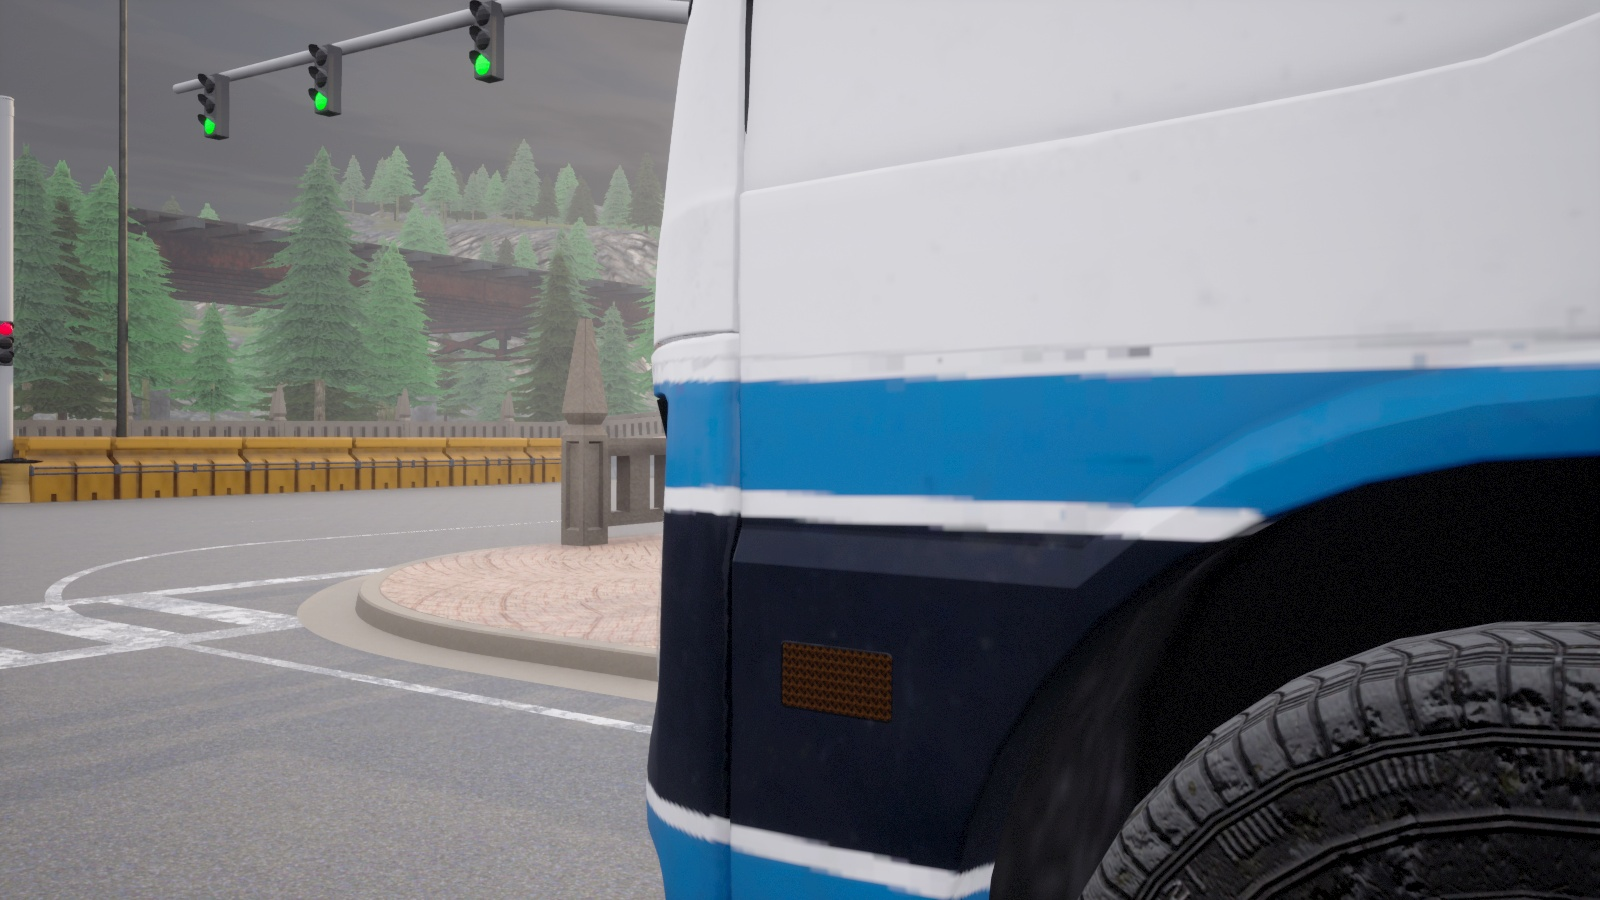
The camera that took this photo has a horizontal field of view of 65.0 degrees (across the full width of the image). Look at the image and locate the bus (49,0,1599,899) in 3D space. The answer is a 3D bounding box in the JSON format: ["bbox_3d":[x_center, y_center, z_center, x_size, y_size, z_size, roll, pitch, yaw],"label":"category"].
[{"bbox_3d":[4.151,-0.694,0.838,10.273,4.253,3.944,0,1,34],"label":"bus"}]
